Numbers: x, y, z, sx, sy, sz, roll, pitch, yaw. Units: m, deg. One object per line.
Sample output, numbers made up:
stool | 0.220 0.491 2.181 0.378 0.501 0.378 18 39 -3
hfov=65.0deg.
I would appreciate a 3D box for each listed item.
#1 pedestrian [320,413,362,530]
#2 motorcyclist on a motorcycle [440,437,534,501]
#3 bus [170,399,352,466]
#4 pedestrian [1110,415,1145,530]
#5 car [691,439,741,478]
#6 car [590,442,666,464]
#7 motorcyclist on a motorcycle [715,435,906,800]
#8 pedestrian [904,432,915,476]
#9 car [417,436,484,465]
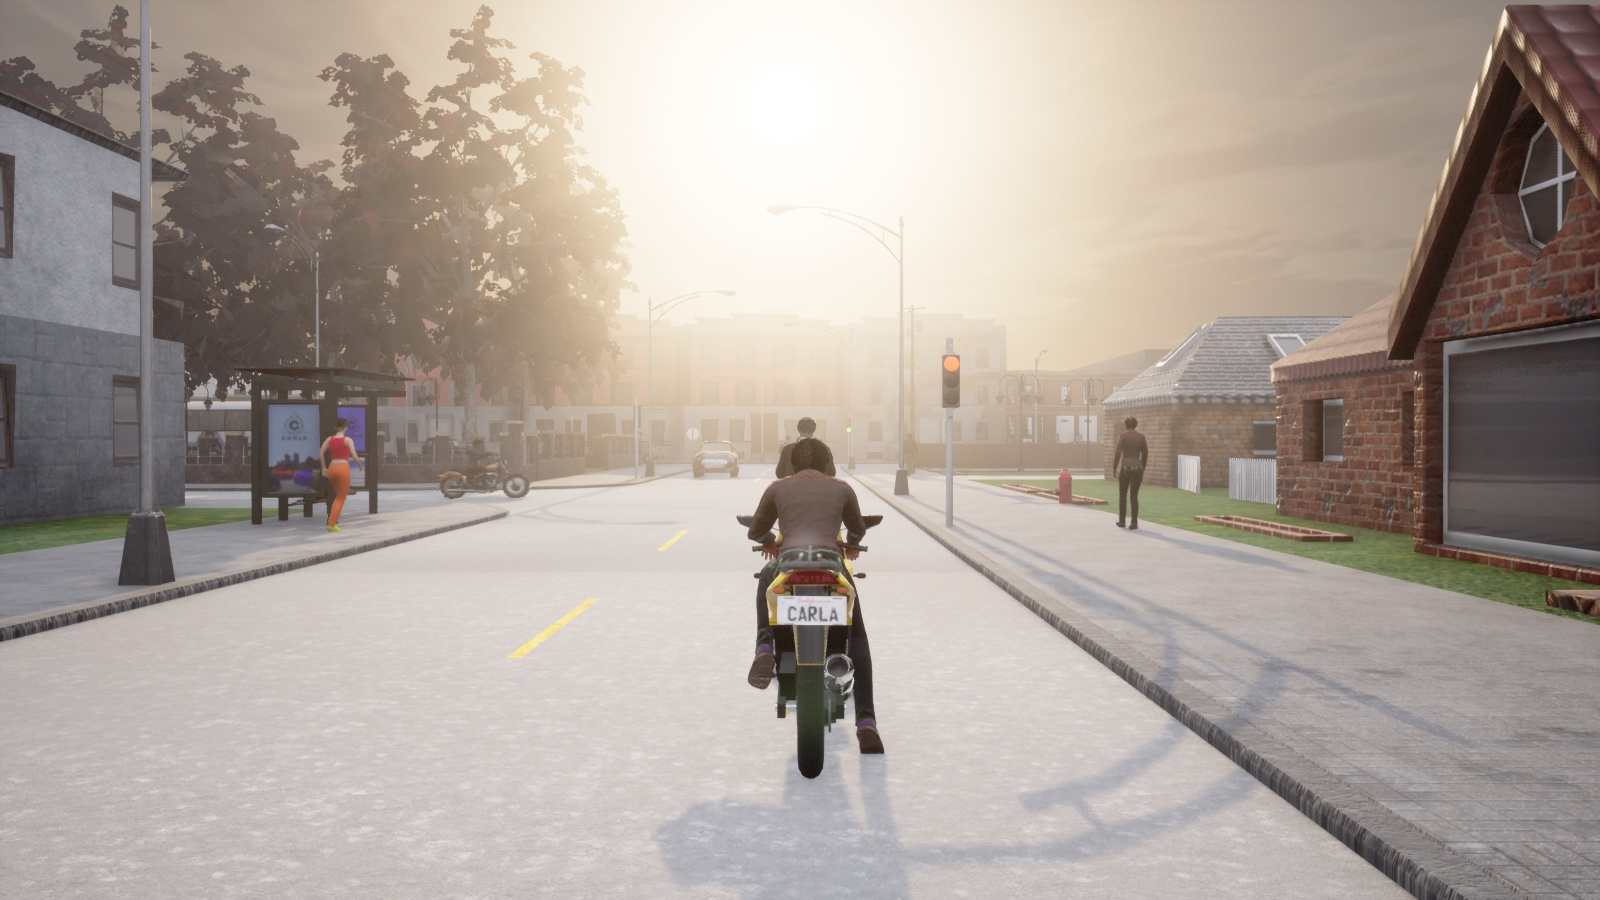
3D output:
pedestrian | -7.293 0.338 19.954 0.345 1.836 0.594 0 0 14
motorcyclist on a motorcycle | -8.313 0.502 33.391 2.350 1.649 0.766 0 0 -8
bus | -35.270 -1.124 82.490 10.273 4.253 3.944 0 0 1
pedestrian | 5.243 0.347 20.110 0.328 1.805 0.869 0 0 0
car | -3.748 0.354 56.532 2.033 1.649 4.856 0 0 -1
car | -11.818 0.205 86.398 4.902 1.511 2.128 0 0 3
motorcyclist on a motorcycle | 0.049 0.693 6.256 0.797 1.523 2.044 0 0 0
pedestrian | 4.560 0.164 52.469 0.431 1.840 0.703 0 0 7
car | -22.915 0.058 82.453 3.866 1.878 1.905 0 0 1
